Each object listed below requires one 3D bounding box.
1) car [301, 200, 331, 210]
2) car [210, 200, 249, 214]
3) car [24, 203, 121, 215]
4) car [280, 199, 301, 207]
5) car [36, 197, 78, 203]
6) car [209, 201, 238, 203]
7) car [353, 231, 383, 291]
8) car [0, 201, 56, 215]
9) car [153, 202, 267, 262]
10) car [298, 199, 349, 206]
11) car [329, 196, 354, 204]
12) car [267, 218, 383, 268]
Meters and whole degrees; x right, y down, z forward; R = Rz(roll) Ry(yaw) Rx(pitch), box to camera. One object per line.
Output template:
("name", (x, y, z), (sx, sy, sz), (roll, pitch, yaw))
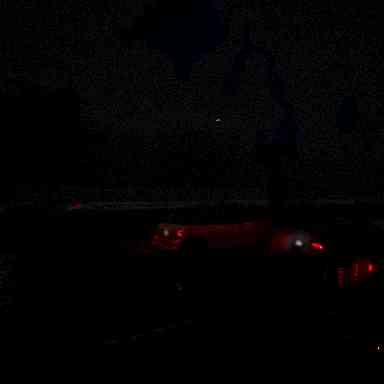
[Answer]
("car", (18.649, 1.892, 49.808), (4.674, 1.442, 1.812), (0, -1, -34))
("car", (4.573, 1.790, 40.505), (4.674, 1.442, 1.812), (0, -1, -33))
("car", (-7.121, 1.620, 20.154), (5.008, 1.535, 1.882), (0, 0, -34))
("car", (11.691, 1.585, 36.815), (4.553, 1.767, 2.097), (0, 0, -33))
("car", (-12.635, 1.428, 29.093), (5.566, 2.045, 2.150), (0, 0, -34))
("car", (2.458, 1.708, 34.922), (5.008, 1.535, 1.882), (0, 0, -33))
("car", (6.055, 1.647, 7.785), (4.718, 1.301, 1.895), (0, 0, -34))
("car", (-13.046, 1.683, 24.618), (4.892, 1.490, 1.837), (0, 0, -34))
("car", (0.869, 1.437, 12.746), (4.553, 1.767, 2.097), (0, 0, -34))
("car", (13.384, 1.718, 33.741), (4.892, 1.490, 1.837), (1, -1, -33))
("car", (20.557, 1.514, 46.878), (5.566, 2.045, 2.150), (0, -1, -34))
("car", (5.339, 1.619, 11.515), (5.357, 1.411, 2.033), (0, 0, -34))
